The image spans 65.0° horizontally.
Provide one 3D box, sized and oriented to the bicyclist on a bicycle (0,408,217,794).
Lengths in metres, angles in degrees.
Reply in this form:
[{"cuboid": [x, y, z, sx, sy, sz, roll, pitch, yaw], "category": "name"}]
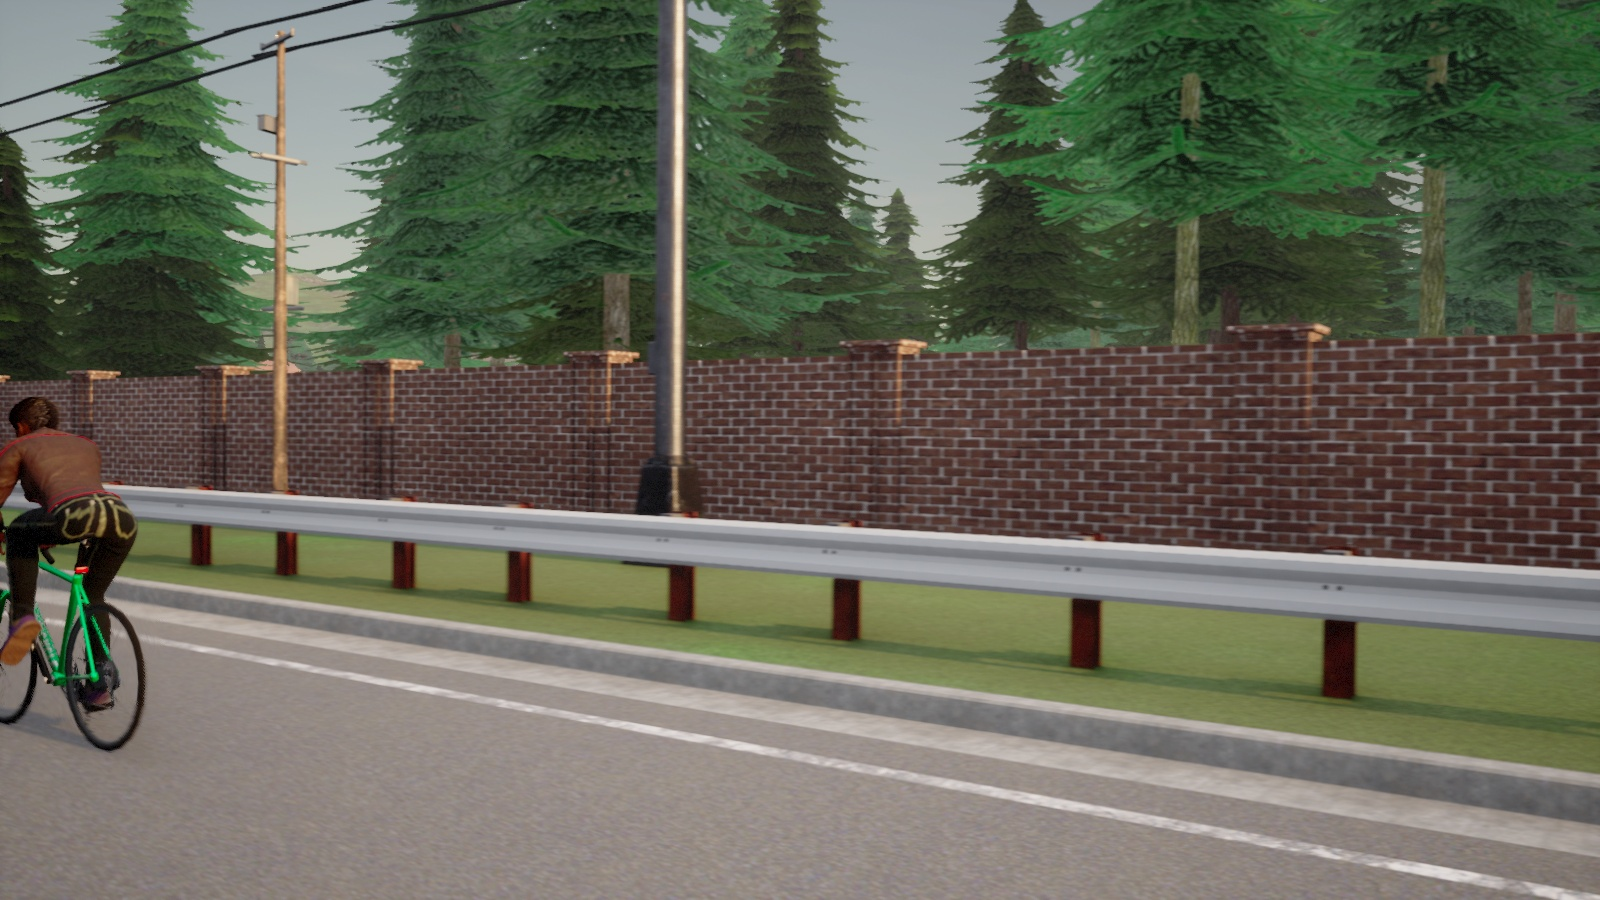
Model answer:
[{"cuboid": [-3.537, 0.635, 5.967, 1.656, 1.620, 0.582, 0, 1, 34], "category": "bicyclist on a bicycle"}]
